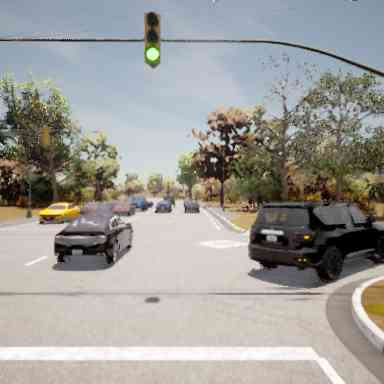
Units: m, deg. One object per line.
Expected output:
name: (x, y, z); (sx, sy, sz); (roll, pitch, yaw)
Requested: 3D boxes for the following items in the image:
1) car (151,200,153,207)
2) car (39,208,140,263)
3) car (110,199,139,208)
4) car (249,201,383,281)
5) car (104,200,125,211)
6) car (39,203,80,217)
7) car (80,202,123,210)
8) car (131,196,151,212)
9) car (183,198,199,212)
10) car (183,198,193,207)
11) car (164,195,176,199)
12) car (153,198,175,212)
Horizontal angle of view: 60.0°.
car: (-7.485, 1.968, 55.021); (1.895, 1.301, 4.718); (0, 0, -2)
car: (-3.399, 1.575, 12.283); (2.128, 1.511, 4.902); (0, 0, 0)
car: (-7.161, 1.762, 35.293); (1.812, 1.442, 4.674); (0, 0, -1)
car: (4.127, 1.294, 10.349); (5.566, 2.045, 2.150); (0, -2, -40)
car: (-10.761, 1.873, 46.196); (1.994, 1.385, 4.181); (0, 0, -1)
car: (-10.620, 1.658, 26.891); (1.882, 1.535, 5.008); (0, 0, -2)
car: (-7.088, 1.742, 26.537); (1.994, 1.385, 4.181); (0, 0, -1)
car: (-7.250, 1.522, 44.940); (2.150, 2.045, 5.566); (0, 0, -1)
car: (-0.073, 1.781, 43.097); (2.128, 1.511, 4.902); (0, 0, -1)
car: (-0.735, 1.942, 62.332); (1.812, 1.442, 4.674); (0, 0, -2)
car: (-4.143, 1.625, 60.102); (2.150, 2.045, 5.566); (0, 0, -2)
car: (-3.566, 1.811, 42.648); (1.812, 1.442, 4.674); (0, -1, -1)
